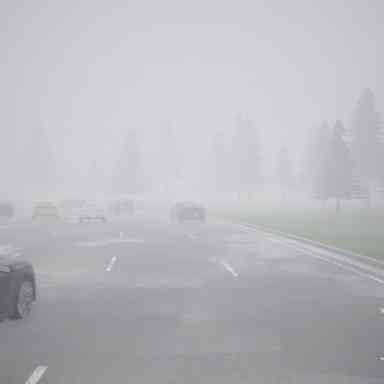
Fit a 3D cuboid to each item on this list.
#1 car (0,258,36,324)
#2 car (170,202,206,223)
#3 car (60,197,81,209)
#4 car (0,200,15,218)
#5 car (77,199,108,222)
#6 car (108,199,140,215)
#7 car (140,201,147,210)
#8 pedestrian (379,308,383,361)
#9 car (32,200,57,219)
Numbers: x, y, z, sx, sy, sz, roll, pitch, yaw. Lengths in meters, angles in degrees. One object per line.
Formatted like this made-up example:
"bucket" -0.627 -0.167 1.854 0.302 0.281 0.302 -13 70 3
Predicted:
"car" -3.743 1.490 4.345 2.128 1.511 4.902 0 0 -4
"car" -0.428 1.476 25.721 1.882 1.535 5.008 0 0 -15
"car" -16.397 1.475 45.783 5.008 1.535 1.882 0 0 43
"car" -16.910 1.476 29.445 1.882 1.535 5.008 1 0 -28
"car" -7.988 1.524 26.444 1.812 1.442 4.674 0 0 -19
"car" -7.305 1.487 33.920 2.128 1.511 4.902 0 0 -26
"car" -7.419 1.598 40.960 1.895 1.301 4.718 0 0 -36
"pedestrian" 2.688 1.674 4.298 0.500 1.100 0.500 0 0 -4
"car" -13.169 1.475 29.728 1.882 1.535 5.008 0 0 -25
